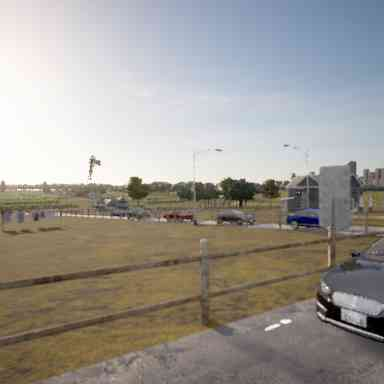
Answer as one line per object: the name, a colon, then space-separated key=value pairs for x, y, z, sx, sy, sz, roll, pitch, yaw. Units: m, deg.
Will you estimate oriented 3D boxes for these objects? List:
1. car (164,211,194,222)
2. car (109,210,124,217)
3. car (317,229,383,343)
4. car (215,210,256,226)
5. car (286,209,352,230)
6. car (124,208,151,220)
car: x=-1.520 y=2.991 z=41.144 sx=1.895 sy=1.301 sz=4.718 roll=0 pitch=-3 yaw=-36
car: x=-14.468 y=4.082 z=64.293 sx=1.994 sy=1.385 sz=4.181 roll=0 pitch=-3 yaw=-36
car: x=4.280 y=1.513 z=6.093 sx=4.902 sy=1.511 sz=2.128 roll=0 pitch=0 yaw=-35
car: x=4.228 y=2.513 z=33.099 sx=1.812 sy=1.442 sz=4.674 roll=0 pitch=-2 yaw=-35
car: x=9.626 y=2.096 z=25.560 sx=1.882 sy=1.535 sz=5.008 roll=0 pitch=-2 yaw=-36
car: x=-7.941 y=3.207 z=50.182 sx=2.097 sy=1.767 sz=4.553 roll=0 pitch=-2 yaw=-35
